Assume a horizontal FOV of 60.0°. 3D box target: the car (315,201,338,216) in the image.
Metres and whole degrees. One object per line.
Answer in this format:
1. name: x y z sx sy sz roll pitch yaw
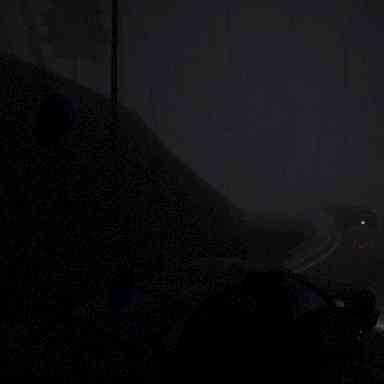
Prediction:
1. car: 15.208 1.726 36.300 1.882 1.535 5.008 0 0 -3

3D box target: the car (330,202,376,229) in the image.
1. car: 11.253 1.670 23.141 1.837 1.490 4.892 1 0 13

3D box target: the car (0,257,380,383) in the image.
1. car: 0.422 1.568 4.083 5.357 1.411 2.033 1 0 -42
